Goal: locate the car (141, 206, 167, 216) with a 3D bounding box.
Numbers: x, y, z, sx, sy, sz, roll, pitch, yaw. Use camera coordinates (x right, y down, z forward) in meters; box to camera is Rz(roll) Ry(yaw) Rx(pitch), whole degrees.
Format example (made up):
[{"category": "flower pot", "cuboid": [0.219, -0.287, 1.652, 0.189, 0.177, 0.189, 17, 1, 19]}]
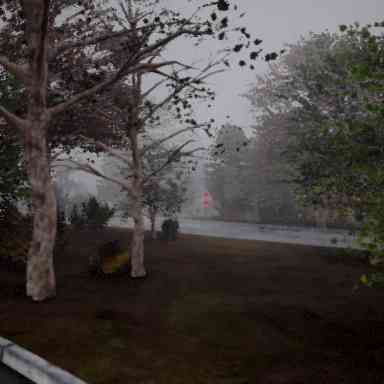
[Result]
[{"category": "car", "cuboid": [-4.911, 2.490, 43.753, 1.812, 1.442, 4.674, -1, -3, 36]}]
